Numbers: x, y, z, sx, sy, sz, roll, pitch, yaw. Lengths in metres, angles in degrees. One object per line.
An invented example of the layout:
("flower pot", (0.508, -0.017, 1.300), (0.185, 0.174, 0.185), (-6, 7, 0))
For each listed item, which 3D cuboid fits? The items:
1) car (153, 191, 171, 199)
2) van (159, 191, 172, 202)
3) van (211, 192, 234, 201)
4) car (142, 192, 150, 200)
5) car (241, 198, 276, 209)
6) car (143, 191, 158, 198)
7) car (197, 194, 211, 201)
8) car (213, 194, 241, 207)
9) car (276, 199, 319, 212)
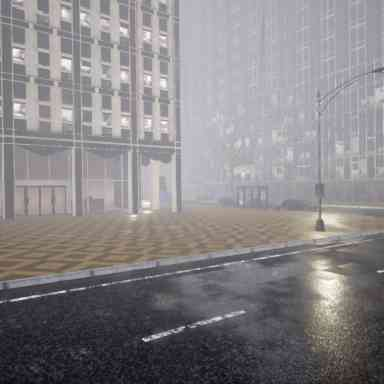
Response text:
("car", (-7.066, 0.615, 78.181), (2.192, 1.841, 5.009), (0, 1, -34))
("van", (-4.322, 0.937, 59.383), (1.690, 1.788, 3.998), (0, 1, -34))
("van", (5.803, 0.855, 59.439), (1.690, 1.788, 3.998), (0, 1, -34))
("car", (-10.757, 1.040, 68.756), (2.008, 1.369, 4.403), (0, 1, -34))
("car", (8.453, 1.388, 40.583), (1.802, 1.307, 4.206), (0, 1, -34))
("car", (-10.283, 0.686, 82.867), (1.967, 1.590, 4.097), (0, 1, -34))
("car", (2.586, 1.043, 64.128), (1.802, 1.307, 4.206), (0, 1, -34))
("car", (5.284, 1.319, 45.301), (1.947, 1.339, 4.313), (0, 1, -34))
("car", (11.657, 1.424, 35.886), (1.947, 1.339, 4.313), (0, 1, -34))
